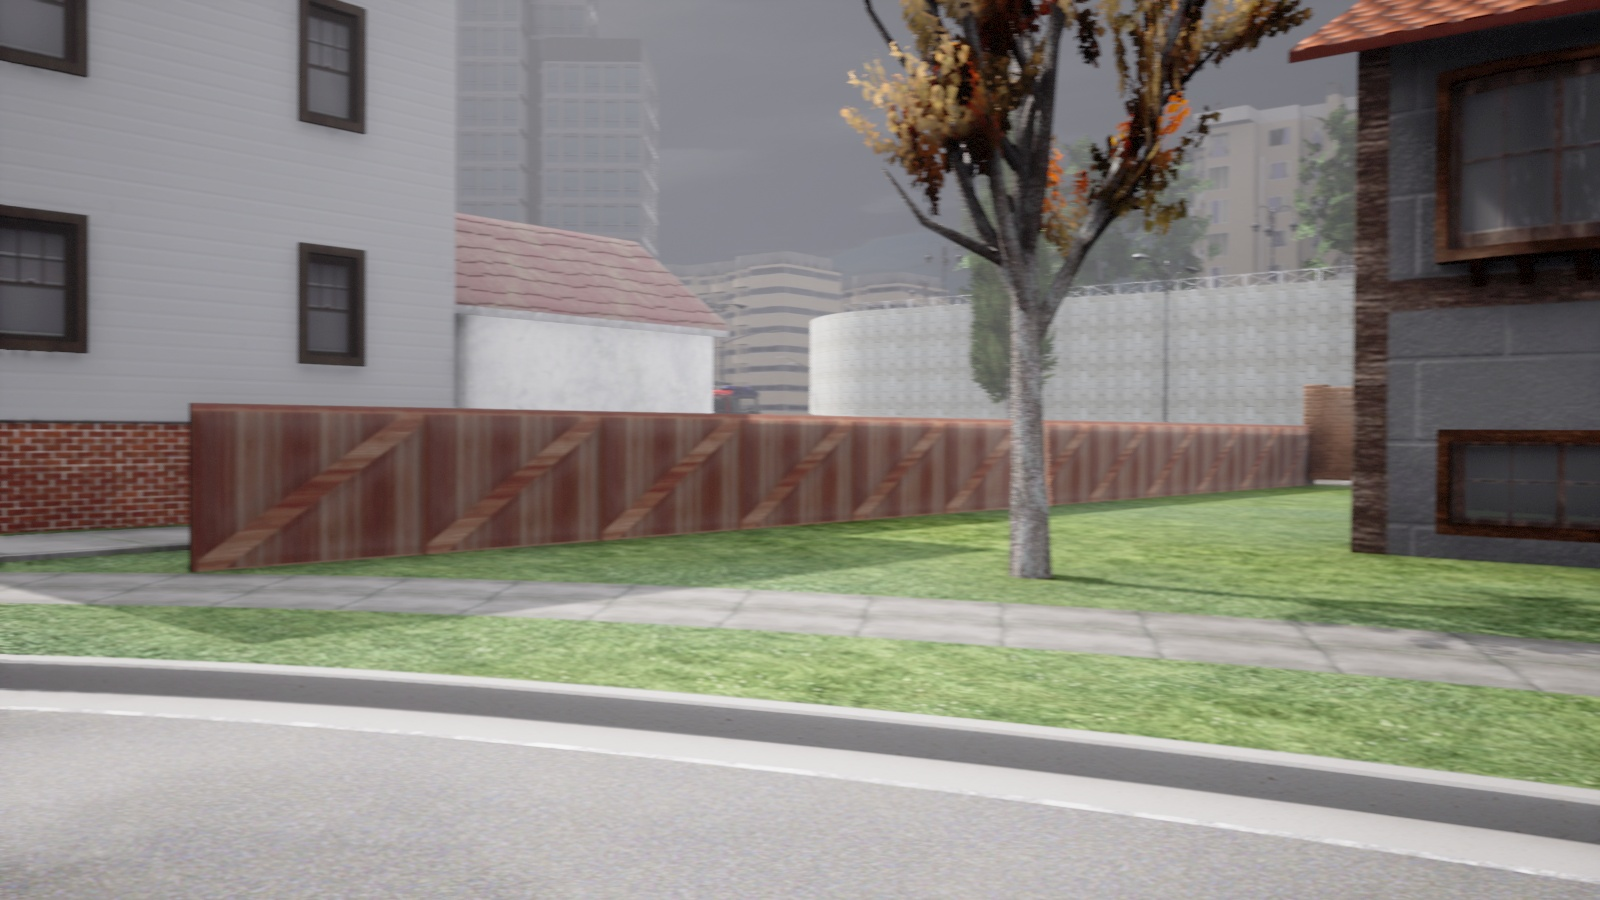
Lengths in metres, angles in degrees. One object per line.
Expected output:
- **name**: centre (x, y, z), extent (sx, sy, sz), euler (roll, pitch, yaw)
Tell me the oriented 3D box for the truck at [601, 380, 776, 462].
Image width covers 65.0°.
- **truck**: centre (-5.595, -1.379, 62.365), extent (8.468, 3.827, 2.891), euler (0, 1, 30)
